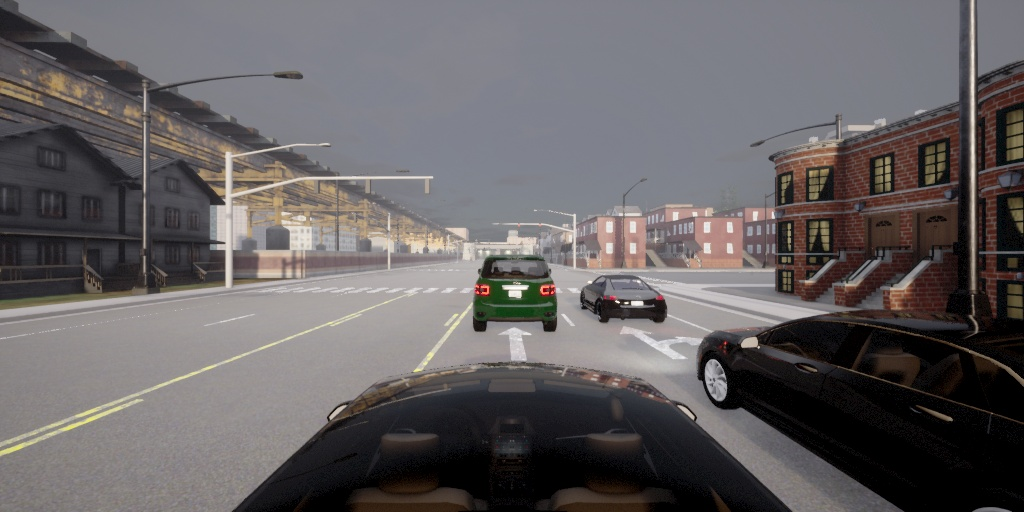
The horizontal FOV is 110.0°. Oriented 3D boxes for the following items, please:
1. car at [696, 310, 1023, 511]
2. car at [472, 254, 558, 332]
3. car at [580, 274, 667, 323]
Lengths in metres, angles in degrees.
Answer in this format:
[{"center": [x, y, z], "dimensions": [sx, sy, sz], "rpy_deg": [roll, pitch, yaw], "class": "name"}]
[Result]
[{"center": [3.599, 1.255, 3.279], "dimensions": [1.837, 1.490, 4.892], "rpy_deg": [0, 0, 0], "class": "car"}, {"center": [0.083, 0.971, 11.021], "dimensions": [2.150, 2.045, 5.566], "rpy_deg": [0, 0, 0], "class": "car"}, {"center": [3.582, 1.314, 12.192], "dimensions": [1.994, 1.385, 4.181], "rpy_deg": [0, 0, 1], "class": "car"}]
